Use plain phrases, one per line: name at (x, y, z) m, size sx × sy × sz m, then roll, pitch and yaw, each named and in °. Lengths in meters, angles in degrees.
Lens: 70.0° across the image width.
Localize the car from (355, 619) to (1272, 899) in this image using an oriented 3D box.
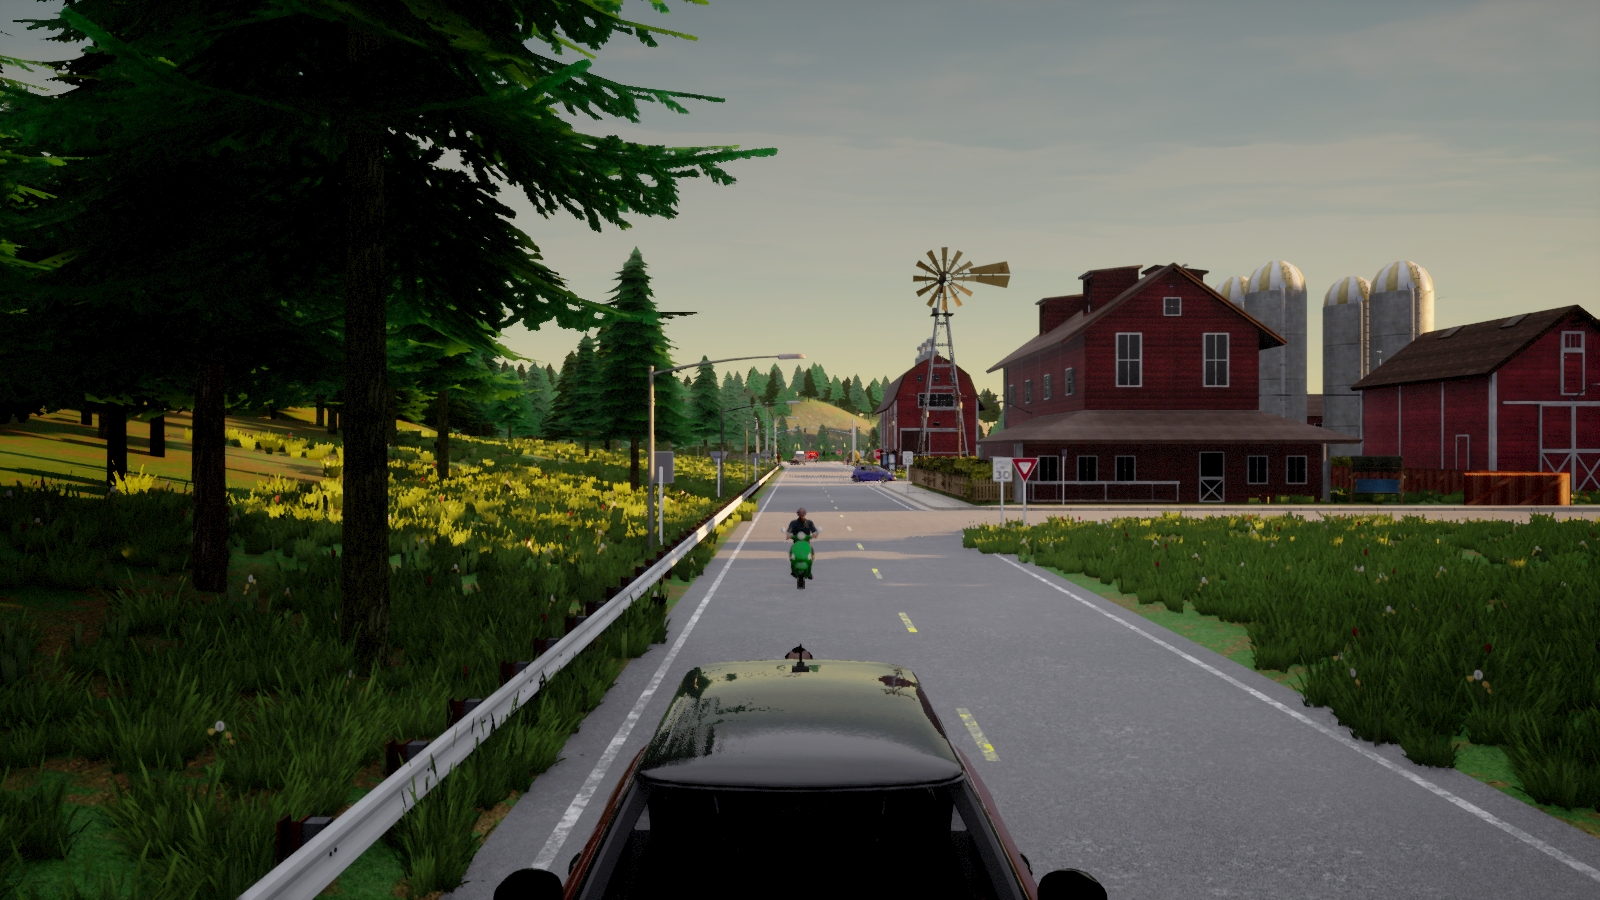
car at (0.032, 1.899, 4.503) m, size 2.097 × 1.767 × 4.553 m, roll 0°, pitch 0°, yaw 0°

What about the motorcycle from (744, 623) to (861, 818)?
motorcycle at (0.013, 2.231, 9.842) m, size 0.867 × 1.251 × 2.209 m, roll -1°, pitch -3°, yaw 0°
